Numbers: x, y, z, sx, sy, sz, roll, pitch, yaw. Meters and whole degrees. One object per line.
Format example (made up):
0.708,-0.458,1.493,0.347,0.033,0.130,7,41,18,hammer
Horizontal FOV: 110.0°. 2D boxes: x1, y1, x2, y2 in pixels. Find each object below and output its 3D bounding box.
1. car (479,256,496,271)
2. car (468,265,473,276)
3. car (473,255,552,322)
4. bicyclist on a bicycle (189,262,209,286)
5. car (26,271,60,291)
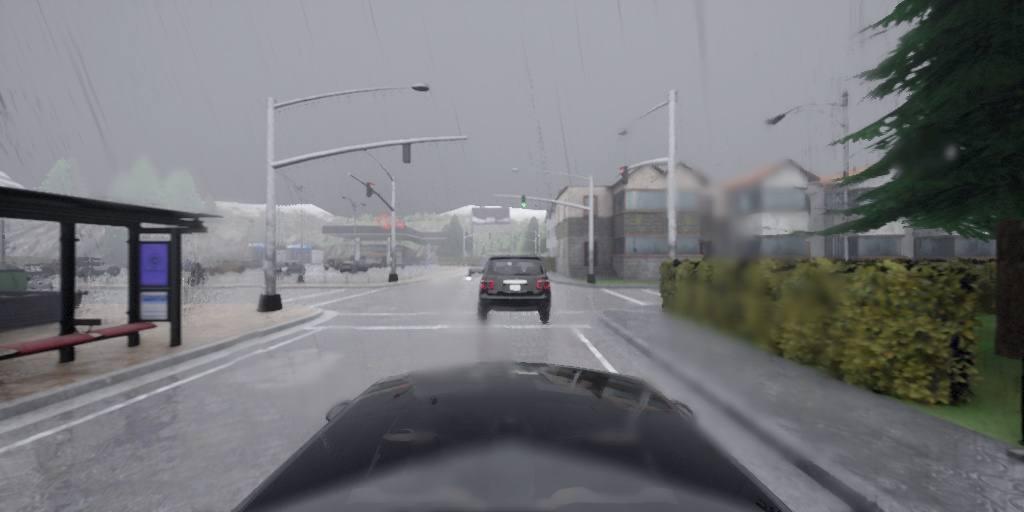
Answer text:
-3.567,1.073,52.758,2.150,2.045,5.566,0,0,1,car
-3.594,1.427,38.551,1.895,1.301,4.718,0,0,0,car
0.091,1.051,12.488,2.150,2.045,5.566,0,-2,0,car
-22.216,1.276,25.447,0.582,1.620,1.656,0,0,0,bicyclist on a bicycle
-26.261,1.561,17.953,4.718,1.301,1.895,0,0,0,car
